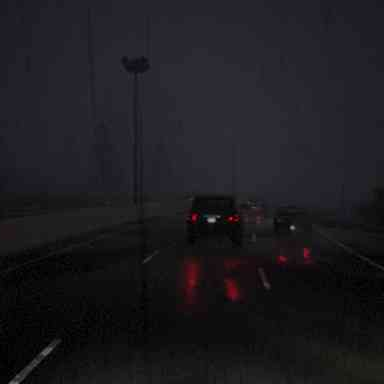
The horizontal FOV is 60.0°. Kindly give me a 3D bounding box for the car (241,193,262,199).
[{"bbox_3d":[13.588,0.895,75.736,2.033,1.411,5.357,1,1,42],"label":"car"}]

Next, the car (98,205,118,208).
[{"bbox_3d":[-9.550,1.168,40.633,1.882,1.535,5.008,0,0,23],"label":"car"}]

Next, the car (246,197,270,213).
[{"bbox_3d":[6.771,1.274,33.875,2.128,1.511,4.902,0,0,22],"label":"car"}]

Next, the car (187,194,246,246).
[{"bbox_3d":[1.194,1.120,14.940,2.150,2.045,5.566,0,0,10],"label":"car"}]

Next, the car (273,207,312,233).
[{"bbox_3d":[5.578,1.484,18.897,1.895,1.301,4.718,0,0,13],"label":"car"}]

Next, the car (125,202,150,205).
[{"bbox_3d":[-5.780,1.266,40.529,1.994,1.385,4.181,0,0,23],"label":"car"}]

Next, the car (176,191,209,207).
[{"bbox_3d":[0.140,0.908,45.058,2.150,2.045,5.566,0,0,27],"label":"car"}]
